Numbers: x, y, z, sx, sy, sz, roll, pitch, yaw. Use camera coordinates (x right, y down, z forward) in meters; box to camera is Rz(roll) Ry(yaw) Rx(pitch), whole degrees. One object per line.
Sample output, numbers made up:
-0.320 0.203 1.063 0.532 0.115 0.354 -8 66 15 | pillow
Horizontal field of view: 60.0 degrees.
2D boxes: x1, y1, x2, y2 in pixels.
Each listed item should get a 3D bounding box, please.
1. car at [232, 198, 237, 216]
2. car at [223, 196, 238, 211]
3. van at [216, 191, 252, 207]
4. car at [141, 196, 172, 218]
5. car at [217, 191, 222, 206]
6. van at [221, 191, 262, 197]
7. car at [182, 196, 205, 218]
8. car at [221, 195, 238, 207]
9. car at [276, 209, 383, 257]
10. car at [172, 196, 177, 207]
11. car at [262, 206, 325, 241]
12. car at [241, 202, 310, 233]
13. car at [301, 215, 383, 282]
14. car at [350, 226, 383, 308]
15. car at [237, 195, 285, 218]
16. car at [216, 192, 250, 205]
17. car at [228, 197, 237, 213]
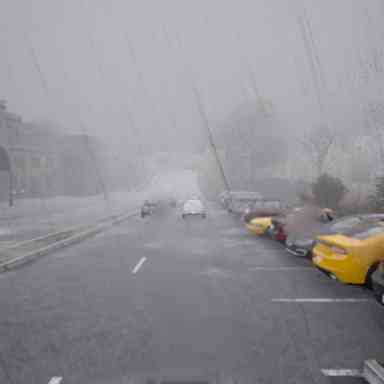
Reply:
5.583 1.405 24.584 4.674 1.452 2.002 0 1 0 | car
5.567 1.335 30.096 4.792 1.488 2.163 0 1 0 | car
5.508 0.860 43.865 4.442 1.987 1.878 0 1 0 | van
-3.119 1.336 28.112 2.128 1.511 4.902 0 1 0 | car
5.582 1.058 38.483 4.553 1.767 2.185 0 1 0 | car
5.724 1.003 35.597 4.442 1.987 1.878 0 1 0 | van
0.135 1.366 28.622 1.812 1.442 4.674 0 0 0 | car
5.631 1.296 32.848 4.792 1.488 2.163 0 1 0 | car
5.564 1.458 10.808 4.892 1.521 2.231 0 0 0 | car
-3.074 1.175 43.391 1.994 1.385 4.181 0 1 0 | car
5.592 1.477 13.559 4.792 1.488 2.163 0 0 0 | car
5.383 1.428 16.320 5.366 1.575 1.946 0 0 0 | car
5.546 1.466 8.055 5.008 1.535 2.097 0 0 0 | car
5.539 1.474 5.300 4.892 1.521 2.231 0 0 0 | car
5.549 1.267 21.821 4.553 1.767 2.185 0 1 0 | car
5.660 0.901 46.619 4.553 1.767 2.185 0 1 0 | car
5.593 1.376 27.338 4.674 1.452 2.002 0 1 0 | car
